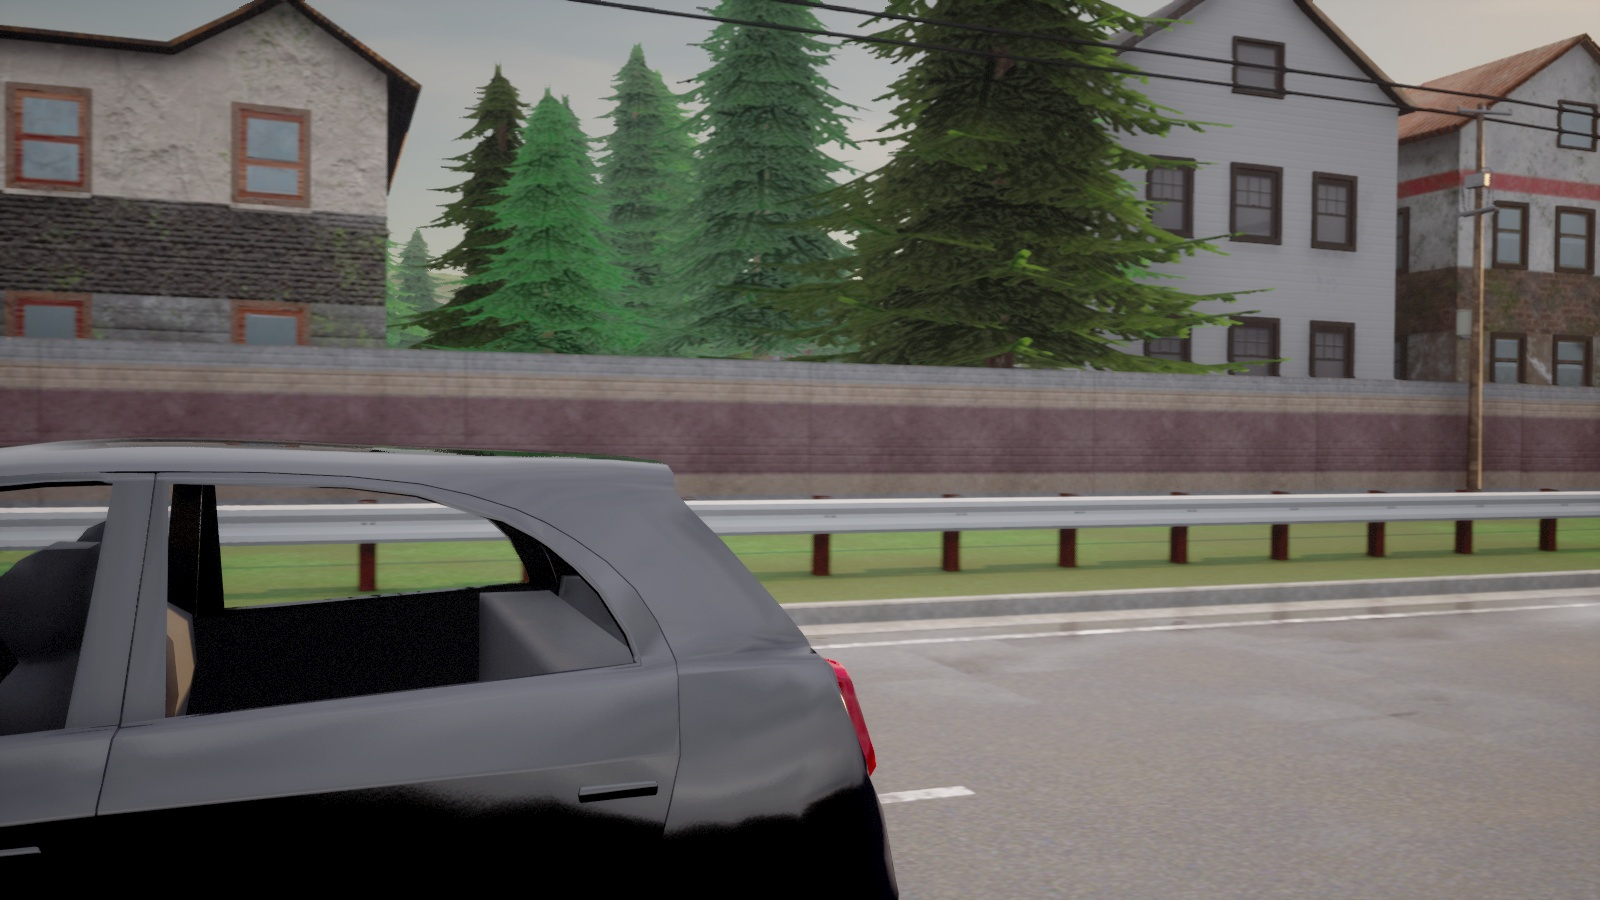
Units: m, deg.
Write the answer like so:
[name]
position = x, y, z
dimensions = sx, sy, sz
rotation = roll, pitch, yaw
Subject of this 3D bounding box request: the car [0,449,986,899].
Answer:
[car]
position = -1.673, 0.788, 2.604
dimensions = 3.633, 1.501, 1.845
rotation = -1, 1, -21
